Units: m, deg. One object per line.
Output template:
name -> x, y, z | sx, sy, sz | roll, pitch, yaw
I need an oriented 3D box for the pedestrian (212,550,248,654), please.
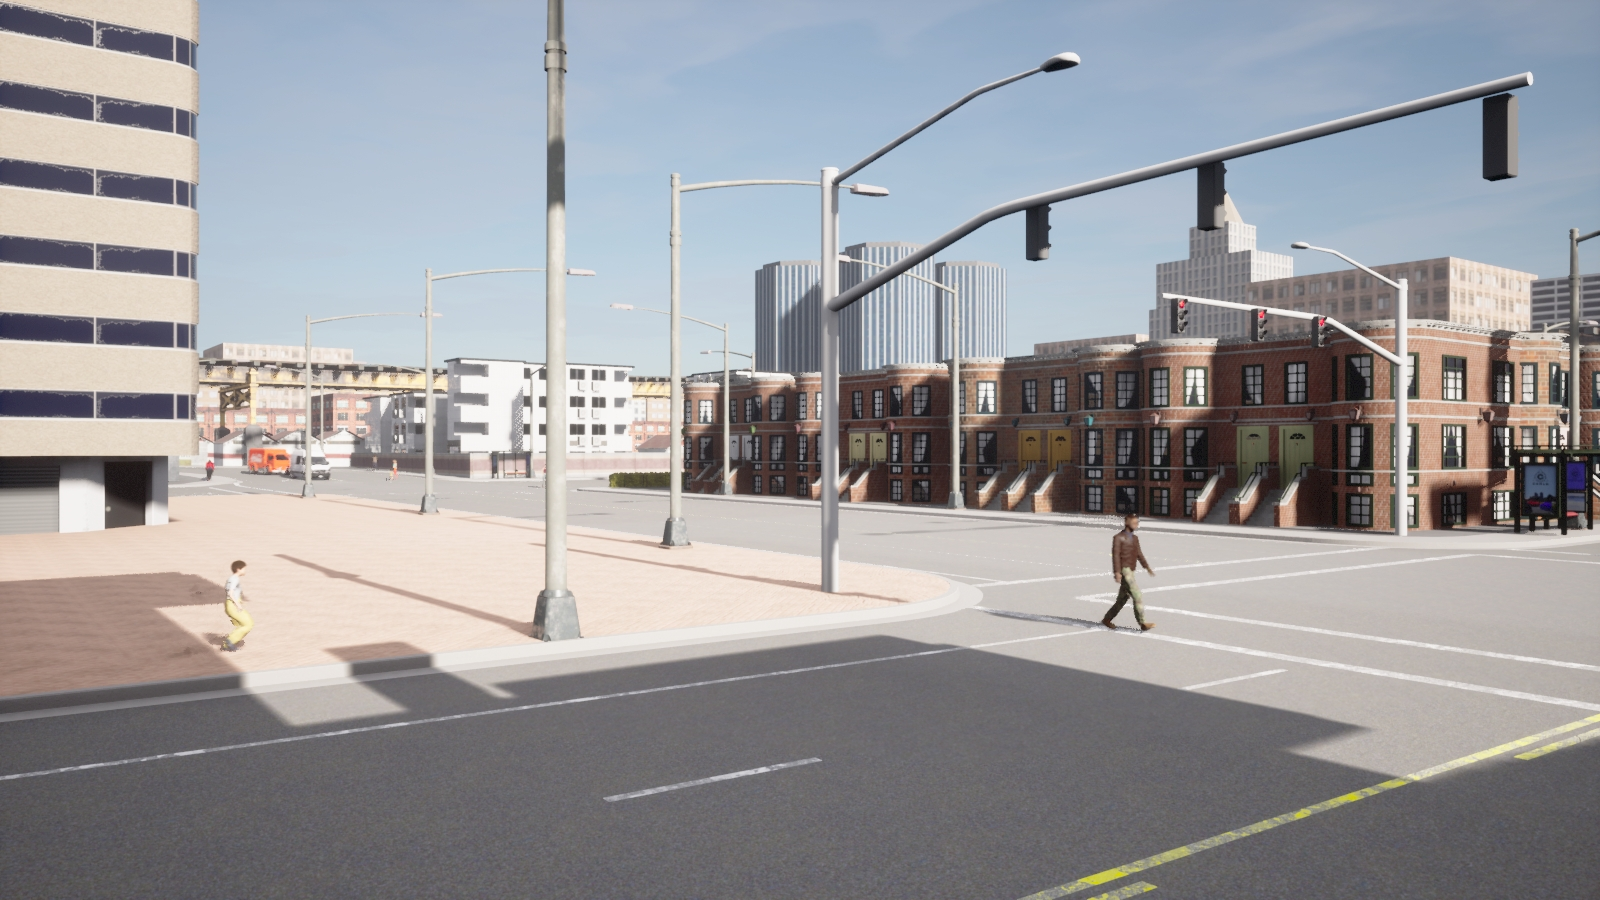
pedestrian -> -7.450, 1.975, 14.936 | 0.375, 1.300, 0.375 | 0, 0, -33

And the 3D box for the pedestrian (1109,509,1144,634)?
pedestrian -> 4.998, 1.844, 17.489 | 0.375, 1.860, 0.375 | 0, 0, -39
